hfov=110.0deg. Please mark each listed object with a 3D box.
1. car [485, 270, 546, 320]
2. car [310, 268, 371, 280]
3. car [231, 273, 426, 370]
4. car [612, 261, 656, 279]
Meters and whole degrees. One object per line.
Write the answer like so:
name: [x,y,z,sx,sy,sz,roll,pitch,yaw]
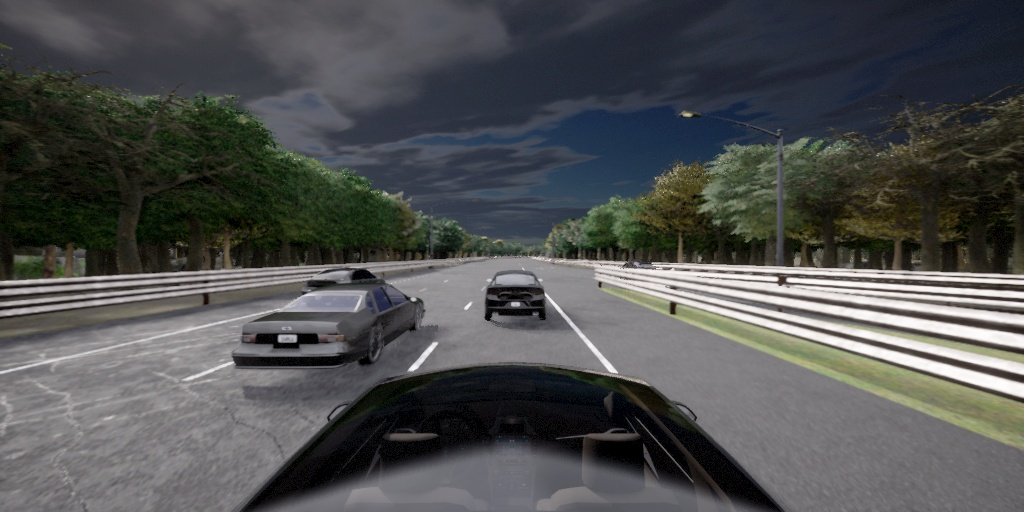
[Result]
car: [0.104,1.227,12.721,1.882,1.535,5.008,0,0,0]
car: [-6.895,1.255,15.250,1.837,1.490,4.892,0,0,0]
car: [-3.399,1.297,7.938,2.033,1.411,5.357,0,0,0]
car: [10.312,1.260,30.399,2.033,1.649,4.856,0,0,-12]
